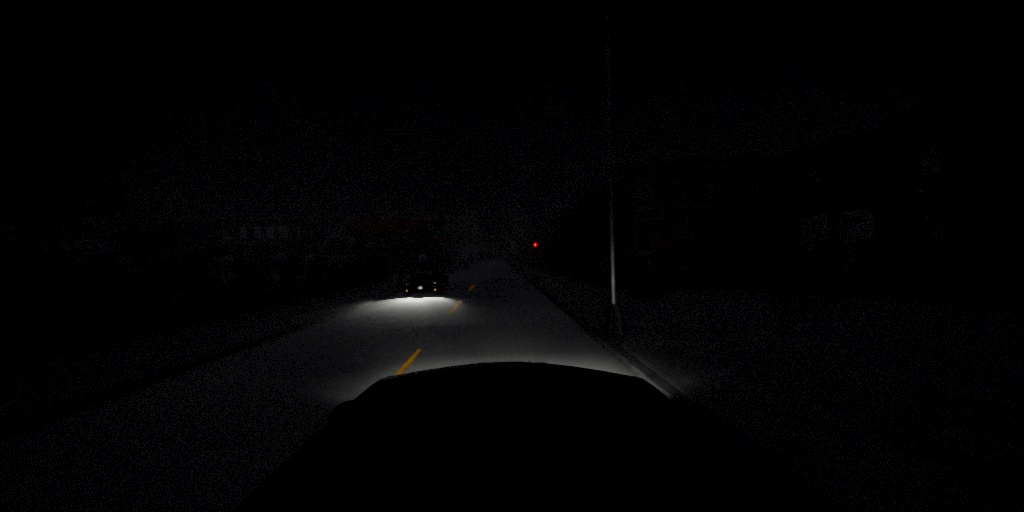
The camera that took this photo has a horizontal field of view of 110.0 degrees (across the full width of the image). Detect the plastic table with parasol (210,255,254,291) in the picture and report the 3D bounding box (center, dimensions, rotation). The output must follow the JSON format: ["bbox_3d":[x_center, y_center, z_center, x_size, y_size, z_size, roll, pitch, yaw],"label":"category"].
[{"bbox_3d":[-20.100,1.145,25.827,2.482,2.480,2.482,0,0,-42],"label":"plastic table with parasol"}]

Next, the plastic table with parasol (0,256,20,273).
[{"bbox_3d":[-14.203,0.951,8.448,2.482,2.480,2.482,0,0,-40],"label":"plastic table with parasol"}]

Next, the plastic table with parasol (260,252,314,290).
[{"bbox_3d":[-14.310,1.011,22.542,2.482,2.480,2.482,0,0,-42],"label":"plastic table with parasol"}]

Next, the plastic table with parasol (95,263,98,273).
[{"bbox_3d":[-28.559,1.318,26.235,2.482,2.480,2.482,0,0,-42],"label":"plastic table with parasol"}]

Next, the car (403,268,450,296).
[{"bbox_3d":[-4.663,1.406,20.033,1.994,1.385,4.181,-1,0,-2],"label":"car"}]

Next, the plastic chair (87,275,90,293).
[{"bbox_3d":[-29.528,1.967,25.467,0.730,1.272,0.750,0,0,-42],"label":"plastic chair"}]

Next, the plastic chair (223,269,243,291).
[{"bbox_3d":[-19.326,1.735,24.834,0.750,1.272,0.730,0,0,-42],"label":"plastic chair"}]

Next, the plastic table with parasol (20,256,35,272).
[{"bbox_3d":[-26.596,1.216,18.335,2.482,2.480,2.482,0,0,-41],"label":"plastic table with parasol"}]

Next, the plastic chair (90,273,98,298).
[{"bbox_3d":[-23.875,1.825,20.946,0.730,1.272,0.750,0,0,-42],"label":"plastic chair"}]

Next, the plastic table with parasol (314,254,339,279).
[{"bbox_3d":[-14.909,1.056,27.014,2.482,2.480,2.482,0,0,-42],"label":"plastic table with parasol"}]

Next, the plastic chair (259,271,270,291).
[{"bbox_3d":[-15.280,1.609,21.774,0.730,1.272,0.750,0,0,-42],"label":"plastic chair"}]

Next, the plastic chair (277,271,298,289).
[{"bbox_3d":[-13.538,1.580,21.563,0.750,1.272,0.730,0,0,-42],"label":"plastic chair"}]

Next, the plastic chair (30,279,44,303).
[{"bbox_3d":[-25.614,1.867,19.120,0.730,1.272,0.750,0,0,-43],"label":"plastic chair"}]

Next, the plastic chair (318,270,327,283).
[{"bbox_3d":[-14.136,1.642,26.021,0.750,1.272,0.730,0,0,-42],"label":"plastic chair"}]

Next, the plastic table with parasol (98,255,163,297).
[{"bbox_3d":[-22.921,1.181,21.737,2.482,2.480,2.482,0,0,-44],"label":"plastic table with parasol"}]

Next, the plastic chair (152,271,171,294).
[{"bbox_3d":[-21.908,1.772,22.507,0.730,1.272,0.750,0,0,-42],"label":"plastic chair"}]
